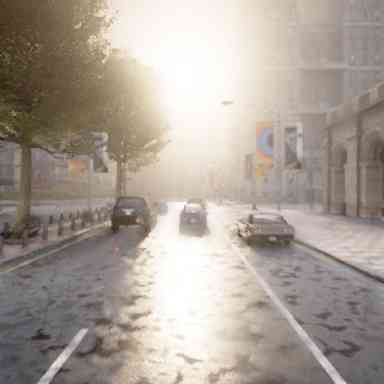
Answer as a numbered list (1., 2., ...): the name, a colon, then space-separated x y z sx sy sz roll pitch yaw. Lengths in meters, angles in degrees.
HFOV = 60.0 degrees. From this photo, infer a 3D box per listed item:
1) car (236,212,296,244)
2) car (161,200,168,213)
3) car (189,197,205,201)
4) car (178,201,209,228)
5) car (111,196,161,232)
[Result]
1. car: 3.247 1.601 15.642 1.895 1.301 4.718 0 0 0
2. car: -3.735 1.580 37.219 1.994 1.385 4.181 0 0 -6
3. car: 0.596 1.366 35.611 2.097 1.767 4.553 0 0 7
4. car: 0.082 1.535 22.202 1.812 1.442 4.674 0 0 0
5. car: -3.401 1.230 20.438 2.150 2.045 5.566 0 0 0
